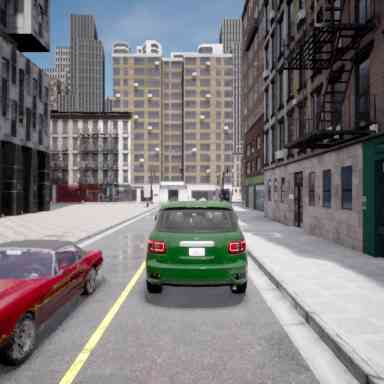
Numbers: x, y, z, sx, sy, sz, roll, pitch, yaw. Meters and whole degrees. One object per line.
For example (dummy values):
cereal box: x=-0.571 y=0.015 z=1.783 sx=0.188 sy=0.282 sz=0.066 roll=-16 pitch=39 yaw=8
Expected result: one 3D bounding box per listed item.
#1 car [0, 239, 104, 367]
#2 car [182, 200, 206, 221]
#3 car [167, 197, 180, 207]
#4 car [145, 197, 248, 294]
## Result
car: x=-3.085 y=1.600 z=5.893 sx=1.895 sy=1.301 sz=4.718 roll=0 pitch=0 yaw=0
car: x=0.178 y=1.488 z=28.135 sx=1.837 sy=1.490 sz=4.892 roll=0 pitch=0 yaw=0
car: x=-2.853 y=1.505 z=51.795 sx=1.837 sy=1.490 sz=4.892 roll=0 pitch=0 yaw=0
car: x=0.118 y=1.220 z=8.955 sx=2.150 sy=2.045 sz=5.566 roll=0 pitch=0 yaw=1
